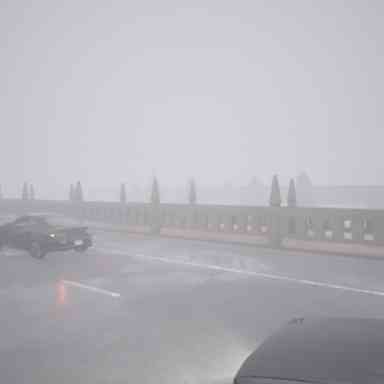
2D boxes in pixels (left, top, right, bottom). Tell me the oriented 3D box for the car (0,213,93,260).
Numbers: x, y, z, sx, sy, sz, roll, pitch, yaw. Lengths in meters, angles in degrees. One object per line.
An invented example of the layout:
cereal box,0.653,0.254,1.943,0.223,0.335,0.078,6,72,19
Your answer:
car,-5.613,1.490,12.291,4.674,1.442,1.812,0,0,36

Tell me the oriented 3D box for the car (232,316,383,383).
car,2.869,1.551,1.947,5.357,1.411,2.033,0,0,35
